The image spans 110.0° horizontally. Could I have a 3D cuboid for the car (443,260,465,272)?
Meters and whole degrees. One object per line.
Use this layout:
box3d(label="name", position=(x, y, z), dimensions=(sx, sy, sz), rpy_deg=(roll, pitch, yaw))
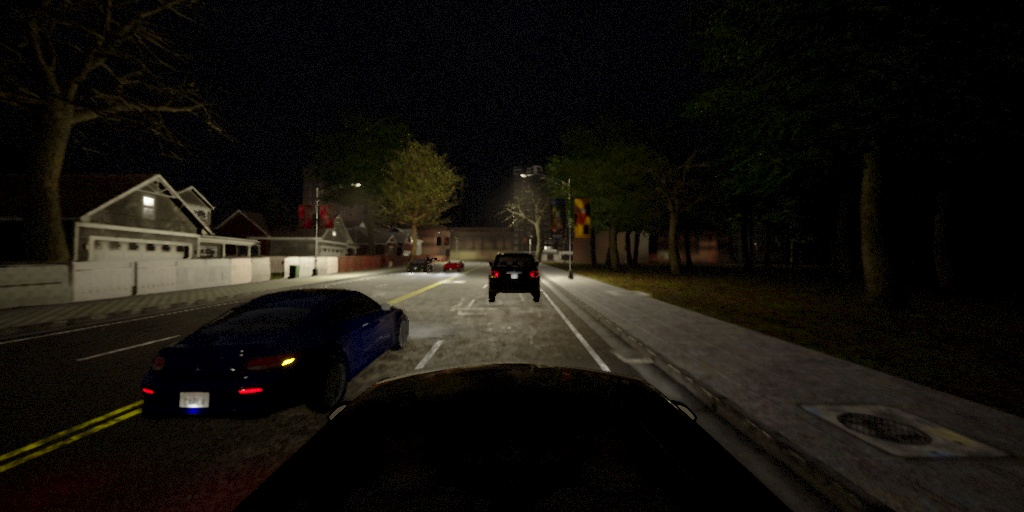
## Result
box3d(label="car", position=(-6.502, 1.082, 40.255), dimensions=(1.895, 1.301, 4.718), rpy_deg=(0, 0, 0))

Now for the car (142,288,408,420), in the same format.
box3d(label="car", position=(-3.148, 1.241, 5.857), dimensions=(1.812, 1.442, 4.674), rpy_deg=(0, 0, 0))

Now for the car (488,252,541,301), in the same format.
box3d(label="car", position=(0.097, 0.854, 16.575), dimensions=(2.150, 2.045, 5.566), rpy_deg=(0, 1, 0))

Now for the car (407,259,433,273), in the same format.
box3d(label="car", position=(-9.770, 1.058, 38.306), dimensions=(1.994, 1.385, 4.181), rpy_deg=(0, 0, 0))
